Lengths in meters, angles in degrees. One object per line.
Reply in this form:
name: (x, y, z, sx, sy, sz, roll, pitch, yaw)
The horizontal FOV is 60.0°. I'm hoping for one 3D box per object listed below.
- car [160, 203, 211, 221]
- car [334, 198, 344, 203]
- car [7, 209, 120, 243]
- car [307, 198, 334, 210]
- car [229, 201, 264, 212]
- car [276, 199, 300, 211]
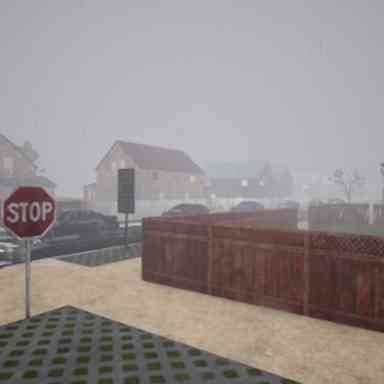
car: (-0.407, 1.578, 24.707, 1.837, 1.490, 4.892, 1, 0, 35)
car: (22.516, 1.692, 51.946, 2.097, 1.767, 4.553, 1, 0, 32)
car: (-6.144, 1.562, 16.674, 2.033, 1.411, 5.357, 1, 0, 37)
car: (16.483, 1.755, 43.475, 2.128, 1.511, 4.902, 1, 0, 35)
car: (5.494, 1.616, 33.030, 1.882, 1.535, 5.008, 1, 0, 35)
car: (12.388, 1.709, 42.713, 2.128, 1.511, 4.902, 1, 0, 34)
